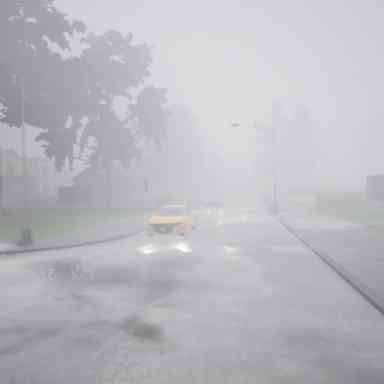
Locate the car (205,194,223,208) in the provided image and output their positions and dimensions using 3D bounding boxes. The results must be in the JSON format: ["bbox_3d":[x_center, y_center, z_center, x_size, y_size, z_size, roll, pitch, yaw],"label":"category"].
[{"bbox_3d":[2.914,1.069,43.160,2.097,1.767,4.553,-1,0,9],"label":"car"}]

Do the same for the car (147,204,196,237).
[{"bbox_3d":[-0.975,1.434,17.914,1.882,1.535,5.008,-1,0,9],"label":"car"}]
